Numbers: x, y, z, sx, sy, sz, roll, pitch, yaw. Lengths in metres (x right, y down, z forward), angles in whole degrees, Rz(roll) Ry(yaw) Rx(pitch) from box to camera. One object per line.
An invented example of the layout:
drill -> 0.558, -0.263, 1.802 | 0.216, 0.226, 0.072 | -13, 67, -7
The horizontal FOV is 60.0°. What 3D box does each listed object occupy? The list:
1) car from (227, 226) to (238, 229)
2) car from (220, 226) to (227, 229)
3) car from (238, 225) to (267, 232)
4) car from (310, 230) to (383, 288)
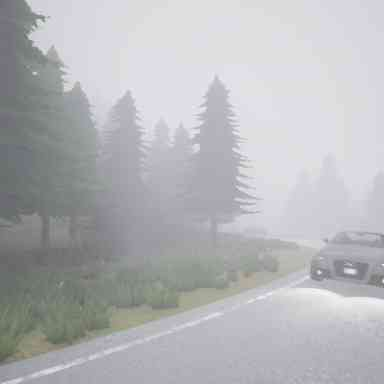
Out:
car -> 7.471, 6.516, 56.683 | 2.033, 1.411, 5.357 | 1, -6, 5
car -> 6.681, 7.338, 65.636 | 1.812, 1.442, 4.674 | 1, -6, 20
car -> 8.698, 5.430, 46.623 | 1.882, 1.535, 5.008 | 2, -6, -14
car -> 4.896, 1.837, 9.692 | 1.994, 1.385, 4.181 | 1, -3, 33
